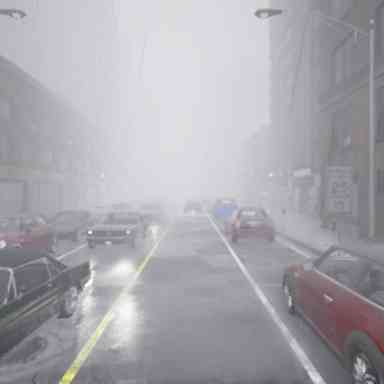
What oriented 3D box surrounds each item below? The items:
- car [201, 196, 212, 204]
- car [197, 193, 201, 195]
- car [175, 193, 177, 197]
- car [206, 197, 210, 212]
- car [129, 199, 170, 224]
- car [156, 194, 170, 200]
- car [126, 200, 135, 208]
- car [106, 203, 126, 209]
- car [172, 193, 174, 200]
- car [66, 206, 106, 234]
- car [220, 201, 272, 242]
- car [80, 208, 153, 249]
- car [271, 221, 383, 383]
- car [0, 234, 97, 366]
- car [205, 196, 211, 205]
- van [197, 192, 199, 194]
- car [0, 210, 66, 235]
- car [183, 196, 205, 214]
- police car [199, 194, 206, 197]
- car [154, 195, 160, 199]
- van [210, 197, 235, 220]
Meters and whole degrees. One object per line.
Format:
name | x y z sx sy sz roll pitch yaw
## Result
car | 2.677 1.531 61.540 1.947 1.339 4.313 0 0 0
car | 2.678 1.507 72.877 2.008 1.369 4.403 0 0 0
car | -5.845 1.479 89.870 2.008 1.369 4.403 0 0 0
car | 2.673 1.512 33.362 1.752 1.417 4.829 0 0 0
car | -3.086 1.539 25.307 2.033 1.411 5.357 0 0 0
car | -5.849 1.281 61.529 2.192 1.841 5.009 0 0 0
car | -5.854 1.556 27.519 1.947 1.339 4.313 0 0 0
car | -5.854 1.575 21.851 1.802 1.307 4.206 0 0 0
car | -5.846 1.475 78.364 1.752 1.417 4.829 0 0 0
car | -5.855 1.561 16.182 1.947 1.339 4.313 0 0 0
car | 2.670 1.435 16.185 1.967 1.590 4.097 0 0 0
car | -3.096 1.597 14.616 1.895 1.301 4.718 0 0 0
car | 2.669 1.439 4.847 1.967 1.590 4.097 0 0 0
car | -3.098 1.600 4.633 1.895 1.301 4.718 0 0 3
car | 2.674 1.534 38.862 2.008 1.369 4.403 0 0 0
van | 2.680 1.280 84.217 1.690 1.788 3.998 0 0 0
car | -5.856 1.437 10.514 1.967 1.590 4.097 0 0 0
car | 0.106 1.491 35.463 1.837 1.490 4.892 0 0 0
police car | 2.374 1.399 50.952 1.930 1.638 5.238 0 0 0
car | -5.851 1.524 44.523 1.887 1.381 4.507 0 0 0
van | 2.672 1.331 27.523 1.690 1.788 3.998 0 0 0
